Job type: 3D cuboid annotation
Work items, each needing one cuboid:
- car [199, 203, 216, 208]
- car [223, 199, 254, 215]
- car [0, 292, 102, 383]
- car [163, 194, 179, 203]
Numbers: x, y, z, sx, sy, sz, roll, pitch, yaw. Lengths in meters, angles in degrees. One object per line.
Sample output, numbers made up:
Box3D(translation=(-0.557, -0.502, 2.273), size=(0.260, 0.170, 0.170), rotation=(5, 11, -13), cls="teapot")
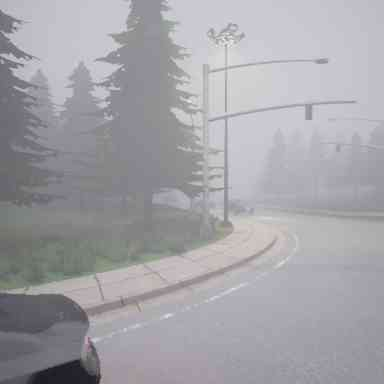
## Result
Box3D(translation=(1.719, 1.592, 45.157), size=(1.895, 1.301, 4.718), rotation=(0, 0, -16), cls="car")
Box3D(translation=(4.717, 1.484, 34.282), size=(2.128, 1.511, 4.902), rotation=(0, 0, -15), cls="car")
Box3D(translation=(-3.020, 1.492, 1.934), size=(4.902, 1.511, 2.128), rotation=(0, 0, -36), cls="car")
Box3D(translation=(-4.264, 1.213, 65.298), size=(2.150, 2.045, 5.566), rotation=(0, 0, -17), cls="car")
